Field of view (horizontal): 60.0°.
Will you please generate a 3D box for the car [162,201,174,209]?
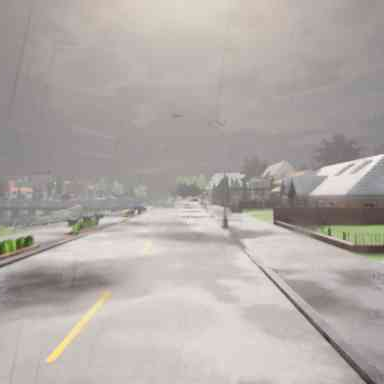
[{"bbox_3d":[-4.044,2.236,57.873,2.033,1.411,5.357,0,-1,1],"label":"car"}]
